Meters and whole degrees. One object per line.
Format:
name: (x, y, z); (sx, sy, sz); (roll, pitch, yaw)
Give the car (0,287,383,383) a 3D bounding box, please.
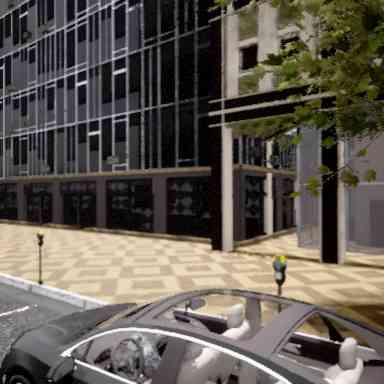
car: (0.057, 1.562, 2.830); (4.403, 1.369, 2.008); (-1, 0, 35)
